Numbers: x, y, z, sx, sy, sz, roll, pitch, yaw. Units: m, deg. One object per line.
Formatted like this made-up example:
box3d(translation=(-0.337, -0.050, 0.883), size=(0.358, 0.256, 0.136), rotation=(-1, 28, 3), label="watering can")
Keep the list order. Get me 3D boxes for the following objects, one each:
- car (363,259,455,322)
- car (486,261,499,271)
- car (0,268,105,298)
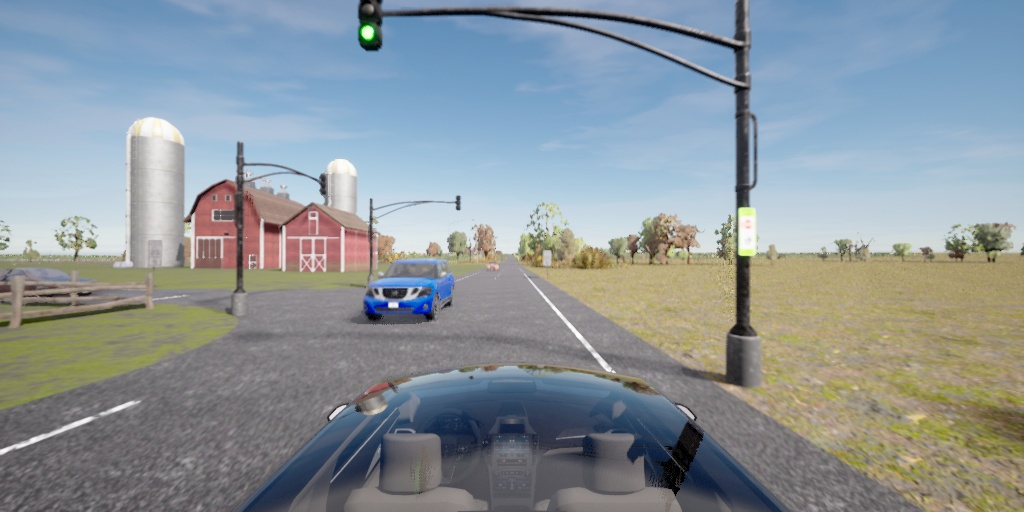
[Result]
box3d(translation=(-3.495, 1.114, 13.342), size=(2.150, 2.045, 5.566), rotation=(0, 0, 0), label="car")
box3d(translation=(-3.501, 1.770, 65.050), size=(2.097, 1.767, 4.553), rotation=(0, -1, 0), label="car")
box3d(translation=(-23.071, 1.285, 17.209), size=(5.357, 1.411, 2.033), rotation=(1, 0, 0), label="car")
